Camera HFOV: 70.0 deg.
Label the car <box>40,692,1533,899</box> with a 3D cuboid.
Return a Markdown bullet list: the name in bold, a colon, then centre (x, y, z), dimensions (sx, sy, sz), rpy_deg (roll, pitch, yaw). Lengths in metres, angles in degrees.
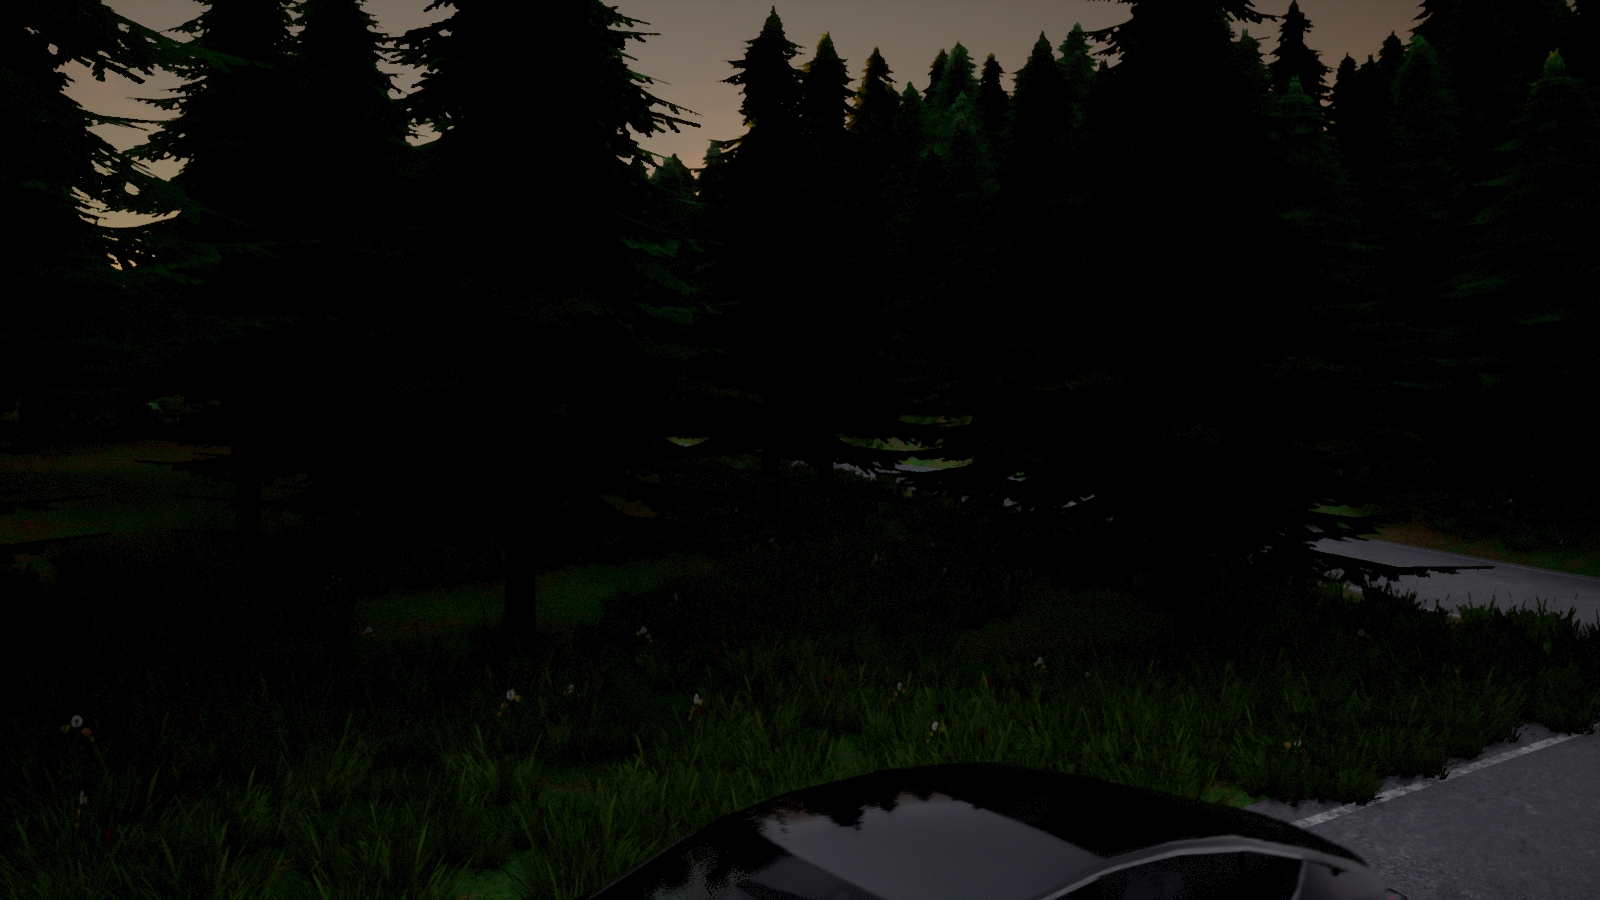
- **car**: centre (0.277, 2.062, 3.959), dimensions (4.792, 1.488, 2.163), rpy_deg (0, 0, -35)
